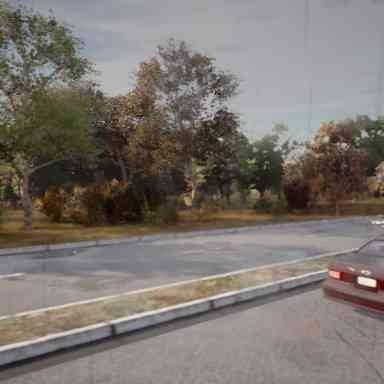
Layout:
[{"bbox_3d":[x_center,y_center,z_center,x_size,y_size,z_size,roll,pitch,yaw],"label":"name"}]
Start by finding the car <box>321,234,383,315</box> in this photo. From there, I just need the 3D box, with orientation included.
[{"bbox_3d":[4.931,1.520,6.952,5.357,1.411,2.033,0,0,-35],"label":"car"}]
